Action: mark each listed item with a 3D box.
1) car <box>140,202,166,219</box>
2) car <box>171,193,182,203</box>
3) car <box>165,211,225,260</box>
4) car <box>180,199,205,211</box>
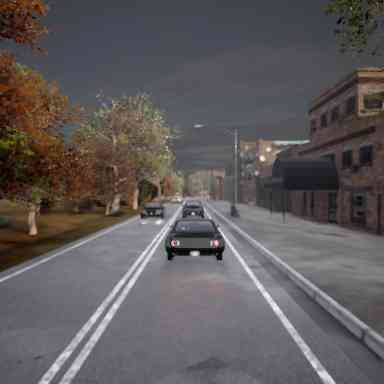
[{"bbox_3d":[-3.346,1.604,29.377,1.994,1.385,4.181,0,0,0],"label":"car"},{"bbox_3d":[-3.249,1.288,70.957,2.150,2.045,5.566,0,0,0],"label":"car"},{"bbox_3d":[0.097,1.618,12.509,1.895,1.301,4.718,0,0,0],"label":"car"},{"bbox_3d":[0.099,1.545,29.944,1.837,1.490,4.892,0,0,0],"label":"car"}]
